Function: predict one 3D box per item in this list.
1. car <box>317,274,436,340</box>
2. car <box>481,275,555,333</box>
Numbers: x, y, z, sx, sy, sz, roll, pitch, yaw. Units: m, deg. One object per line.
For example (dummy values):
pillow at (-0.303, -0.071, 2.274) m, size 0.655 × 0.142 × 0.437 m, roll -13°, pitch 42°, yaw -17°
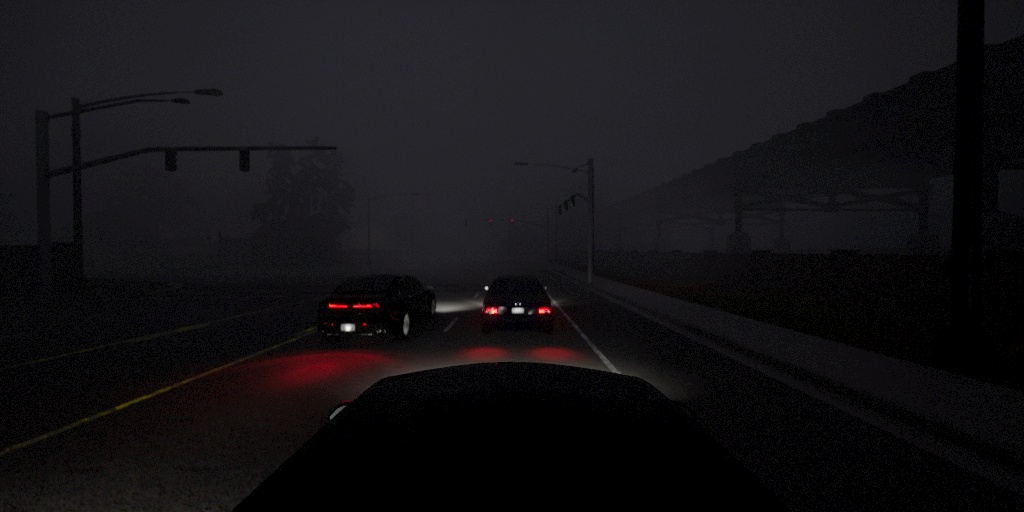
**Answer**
car at (-3.382, 1.223, 9.830) m, size 1.837 × 1.490 × 4.892 m, roll 0°, pitch 0°, yaw 0°
car at (0.123, 1.266, 10.596) m, size 2.033 × 1.411 × 5.357 m, roll 0°, pitch 0°, yaw 0°
